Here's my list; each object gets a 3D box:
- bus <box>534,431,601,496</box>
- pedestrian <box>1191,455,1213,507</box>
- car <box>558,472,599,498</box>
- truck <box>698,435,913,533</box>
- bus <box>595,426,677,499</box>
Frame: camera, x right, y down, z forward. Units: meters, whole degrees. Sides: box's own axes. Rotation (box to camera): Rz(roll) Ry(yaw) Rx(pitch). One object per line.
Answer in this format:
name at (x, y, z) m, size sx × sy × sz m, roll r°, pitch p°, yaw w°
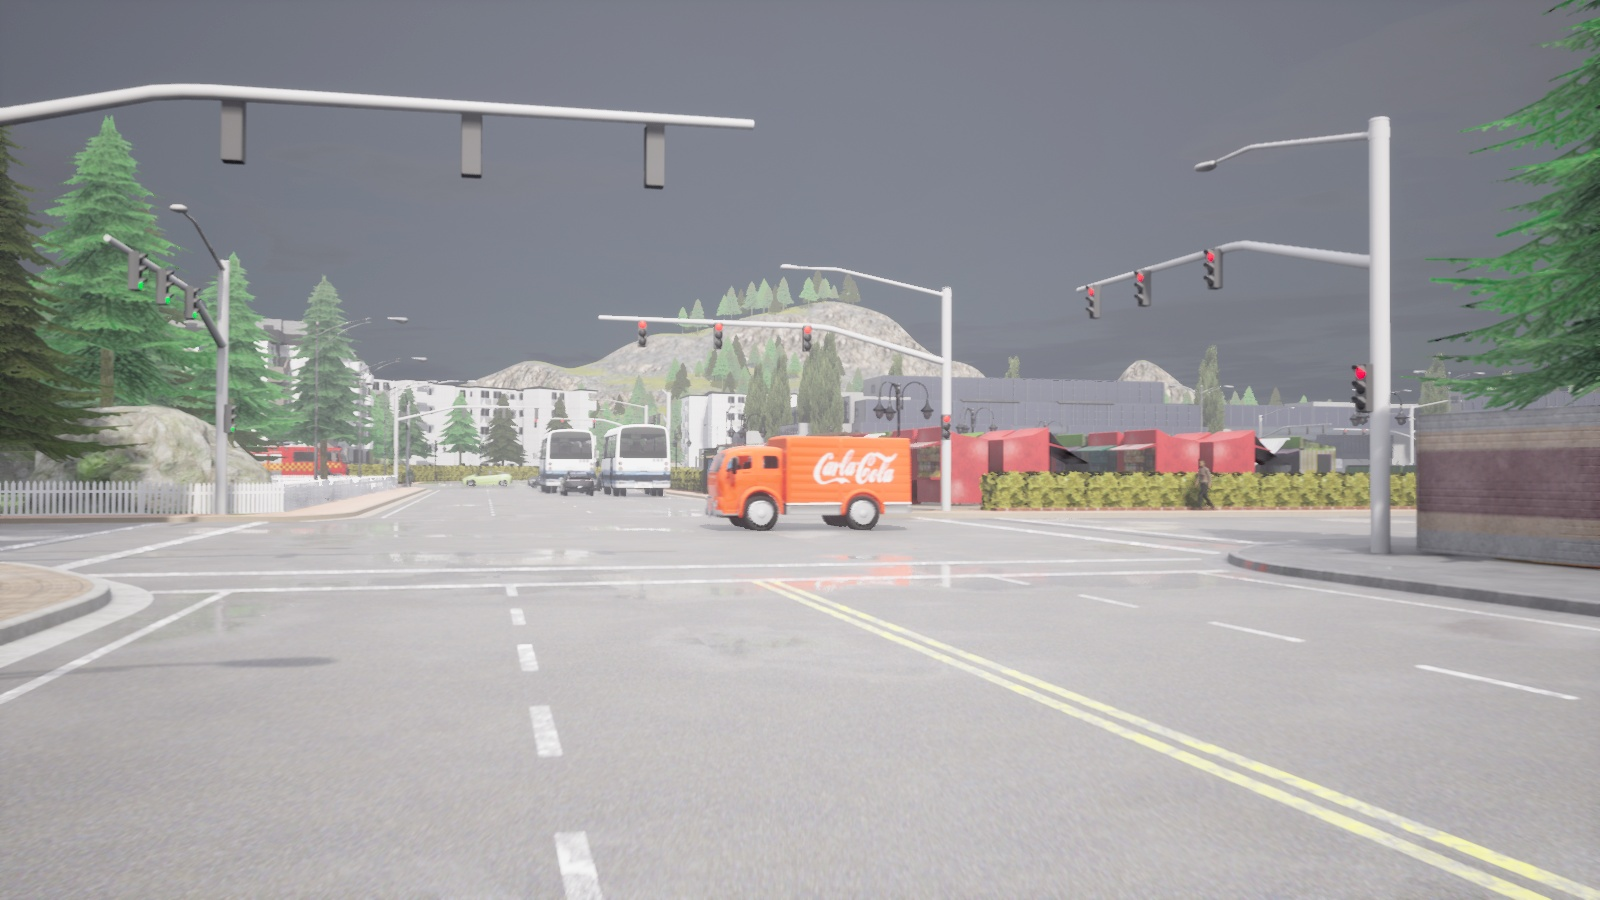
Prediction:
bus at (-16.311, 0.970, 87.593) m, size 3.944 × 4.253 × 10.273 m, roll 0°, pitch -1°, yaw -14°
pedestrian at (14.189, 1.099, 44.351) m, size 0.634 × 1.846 × 0.331 m, roll 0°, pitch -1°, yaw -16°
car at (-13.674, 2.117, 77.152) m, size 2.128 × 1.511 × 4.902 m, roll 0°, pitch -1°, yaw -14°
truck at (0.090, 0.874, 33.443) m, size 5.204 × 2.467 × 2.627 m, roll 0°, pitch -1°, yaw -15°
bus at (-10.451, 0.797, 78.693) m, size 3.944 × 4.253 × 10.273 m, roll 0°, pitch -1°, yaw -14°
